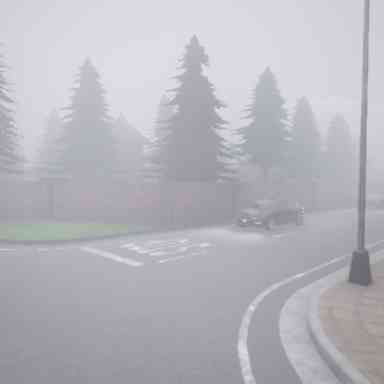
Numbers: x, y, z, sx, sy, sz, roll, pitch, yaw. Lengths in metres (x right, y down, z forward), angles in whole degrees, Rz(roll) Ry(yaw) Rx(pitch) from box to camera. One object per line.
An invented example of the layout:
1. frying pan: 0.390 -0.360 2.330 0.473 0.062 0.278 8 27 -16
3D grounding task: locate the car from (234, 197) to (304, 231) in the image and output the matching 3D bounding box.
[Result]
1. car: 4.184 1.080 17.537 1.837 1.490 4.892 2 3 44

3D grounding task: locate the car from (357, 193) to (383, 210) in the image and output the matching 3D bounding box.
1. car: 16.785 0.794 30.366 1.812 1.442 4.674 2 3 44
